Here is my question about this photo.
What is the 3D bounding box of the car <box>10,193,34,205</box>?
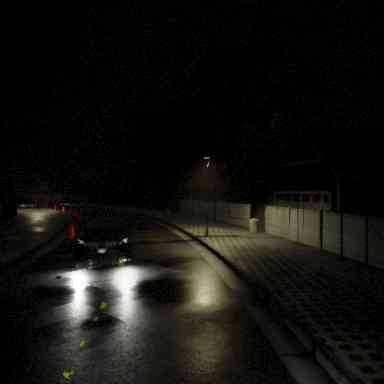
[{"bbox_3d":[-30.588,1.169,59.567,5.566,2.045,2.150,0,0,36],"label":"car"}]

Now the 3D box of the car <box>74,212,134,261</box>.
[{"bbox_3d":[-3.176,1.522,12.447,1.812,1.442,4.674,0,0,-11],"label":"car"}]

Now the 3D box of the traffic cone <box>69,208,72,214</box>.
[{"bbox_3d":[-12.569,1.933,34.442,0.340,0.580,0.340,0,0,-27],"label":"traffic cone"}]

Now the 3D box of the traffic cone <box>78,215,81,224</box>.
[{"bbox_3d":[-7.118,1.946,20.984,0.340,0.580,0.340,0,0,-17],"label":"traffic cone"}]

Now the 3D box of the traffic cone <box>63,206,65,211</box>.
[{"bbox_3d":[-14.929,1.929,38.674,0.340,0.580,0.340,0,0,-31],"label":"traffic cone"}]

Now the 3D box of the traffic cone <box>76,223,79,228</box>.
[{"bbox_3d":[-5.868,1.950,16.302,0.340,0.580,0.340,0,0,-13],"label":"traffic cone"}]

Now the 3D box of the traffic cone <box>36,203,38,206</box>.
[{"bbox_3d":[-23.511,1.916,50.384,0.340,0.580,0.340,0,0,-42],"label":"traffic cone"}]
